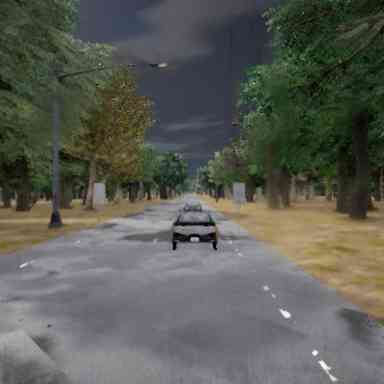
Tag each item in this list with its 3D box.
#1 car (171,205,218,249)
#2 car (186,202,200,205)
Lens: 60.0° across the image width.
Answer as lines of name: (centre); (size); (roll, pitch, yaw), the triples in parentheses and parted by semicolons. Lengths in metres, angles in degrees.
car: (0.103, 1.539, 14.714); (2.128, 1.511, 4.902); (0, 0, 0)
car: (0.108, 1.705, 36.334); (1.895, 1.301, 4.718); (0, 0, 0)
